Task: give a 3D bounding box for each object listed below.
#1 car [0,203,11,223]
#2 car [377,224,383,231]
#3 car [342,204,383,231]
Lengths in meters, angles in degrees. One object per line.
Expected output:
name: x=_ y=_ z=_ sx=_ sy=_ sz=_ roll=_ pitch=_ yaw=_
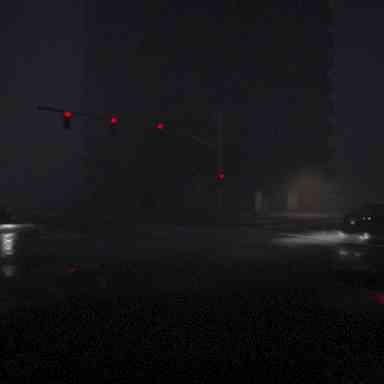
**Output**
car: x=-14.771 y=1.526 z=24.790 sx=1.812 sy=1.442 sz=4.674 roll=0 pitch=0 yaw=-36
car: x=6.973 y=1.568 z=8.721 sx=4.181 sy=1.385 sz=1.994 roll=0 pitch=0 yaw=-35
car: x=11.274 y=1.500 z=20.601 sx=4.902 sy=1.511 sz=2.128 roll=0 pitch=0 yaw=-35
